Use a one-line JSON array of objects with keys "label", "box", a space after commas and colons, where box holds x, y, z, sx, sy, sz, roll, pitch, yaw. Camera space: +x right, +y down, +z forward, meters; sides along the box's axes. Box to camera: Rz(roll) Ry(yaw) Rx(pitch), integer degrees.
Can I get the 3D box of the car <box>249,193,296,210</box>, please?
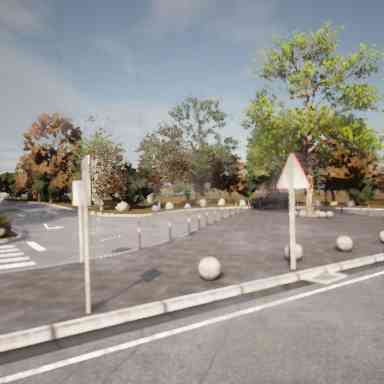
[{"label": "car", "box": [9.928, 1.083, 41.057, 5.566, 2.045, 2.150, 0, 1, 2]}]
